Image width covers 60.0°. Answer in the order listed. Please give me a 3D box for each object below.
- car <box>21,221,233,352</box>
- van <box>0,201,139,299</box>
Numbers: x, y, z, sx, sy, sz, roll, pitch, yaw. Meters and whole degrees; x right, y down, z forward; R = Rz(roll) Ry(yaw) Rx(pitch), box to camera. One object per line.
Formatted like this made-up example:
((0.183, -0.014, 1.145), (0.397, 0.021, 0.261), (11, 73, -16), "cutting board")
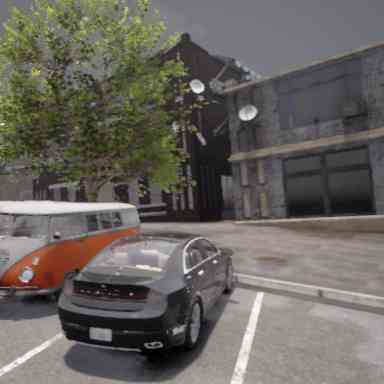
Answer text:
((-0.436, 1.489, 6.351), (2.231, 1.521, 4.892), (0, -1, 16), "car")
((-2.903, 1.262, 8.022), (1.878, 1.987, 4.442), (1, -1, 16), "van")
